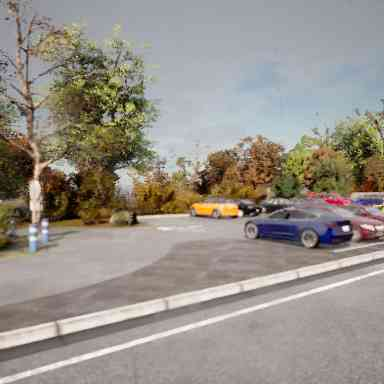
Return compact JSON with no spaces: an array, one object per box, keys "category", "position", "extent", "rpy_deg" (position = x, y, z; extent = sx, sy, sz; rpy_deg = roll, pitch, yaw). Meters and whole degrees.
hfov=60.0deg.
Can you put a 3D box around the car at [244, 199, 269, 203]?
[{"category":"car","position":[3.957,1.374,29.323],"extent":[2.097,1.535,5.008],"rpy_deg":[0,0,-35]}]

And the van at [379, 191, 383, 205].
[{"category":"van","position":[29.402,0.922,47.379],"extent":[1.878,1.987,4.442],"rpy_deg":[-1,1,-35]}]

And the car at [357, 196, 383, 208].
[{"category":"car","position":[24.839,1.278,44.064],"extent":[2.163,1.488,4.792],"rpy_deg":[-1,1,-35]}]

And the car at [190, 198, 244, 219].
[{"category":"car","position":[1.765,1.249,27.748],"extent":[2.185,1.767,4.553],"rpy_deg":[0,0,-35]}]

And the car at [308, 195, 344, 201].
[{"category":"car","position":[13.208,1.402,35.804],"extent":[2.163,1.488,4.792],"rpy_deg":[0,0,-35]}]

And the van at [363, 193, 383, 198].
[{"category":"van","position":[22.611,1.073,42.312],"extent":[1.878,1.987,4.442],"rpy_deg":[-1,1,-35]}]

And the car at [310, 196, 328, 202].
[{"category":"car","position":[10.899,1.403,34.179],"extent":[2.163,1.488,4.792],"rpy_deg":[0,0,-35]}]

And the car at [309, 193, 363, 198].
[{"category":"car","position":[15.516,1.121,37.431],"extent":[2.435,2.045,5.566],"rpy_deg":[0,0,-35]}]

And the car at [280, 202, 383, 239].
[{"category":"car","position":[6.707,1.417,15.884],"extent":[2.002,1.452,4.674],"rpy_deg":[0,0,-35]}]

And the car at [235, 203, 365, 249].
[{"category":"car","position":[4.380,1.407,14.278],"extent":[2.163,1.488,4.792],"rpy_deg":[0,0,-35]}]

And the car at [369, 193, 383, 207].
[{"category":"car","position":[27.079,1.074,45.563],"extent":[2.185,1.767,4.553],"rpy_deg":[-1,1,-35]}]

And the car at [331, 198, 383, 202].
[{"category":"car","position":[11.222,1.373,19.287],"extent":[1.946,1.575,5.366],"rpy_deg":[0,0,-35]}]

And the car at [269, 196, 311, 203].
[{"category":"car","position":[8.671,1.375,32.655],"extent":[2.231,1.521,4.892],"rpy_deg":[0,0,-35]}]

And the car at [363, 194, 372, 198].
[{"category":"car","position":[17.821,1.368,39.081],"extent":[2.097,1.535,5.008],"rpy_deg":[0,0,-35]}]

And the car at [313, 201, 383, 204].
[{"category":"car","position":[9.017,1.416,17.511],"extent":[2.002,1.452,4.674],"rpy_deg":[0,0,-35]}]
